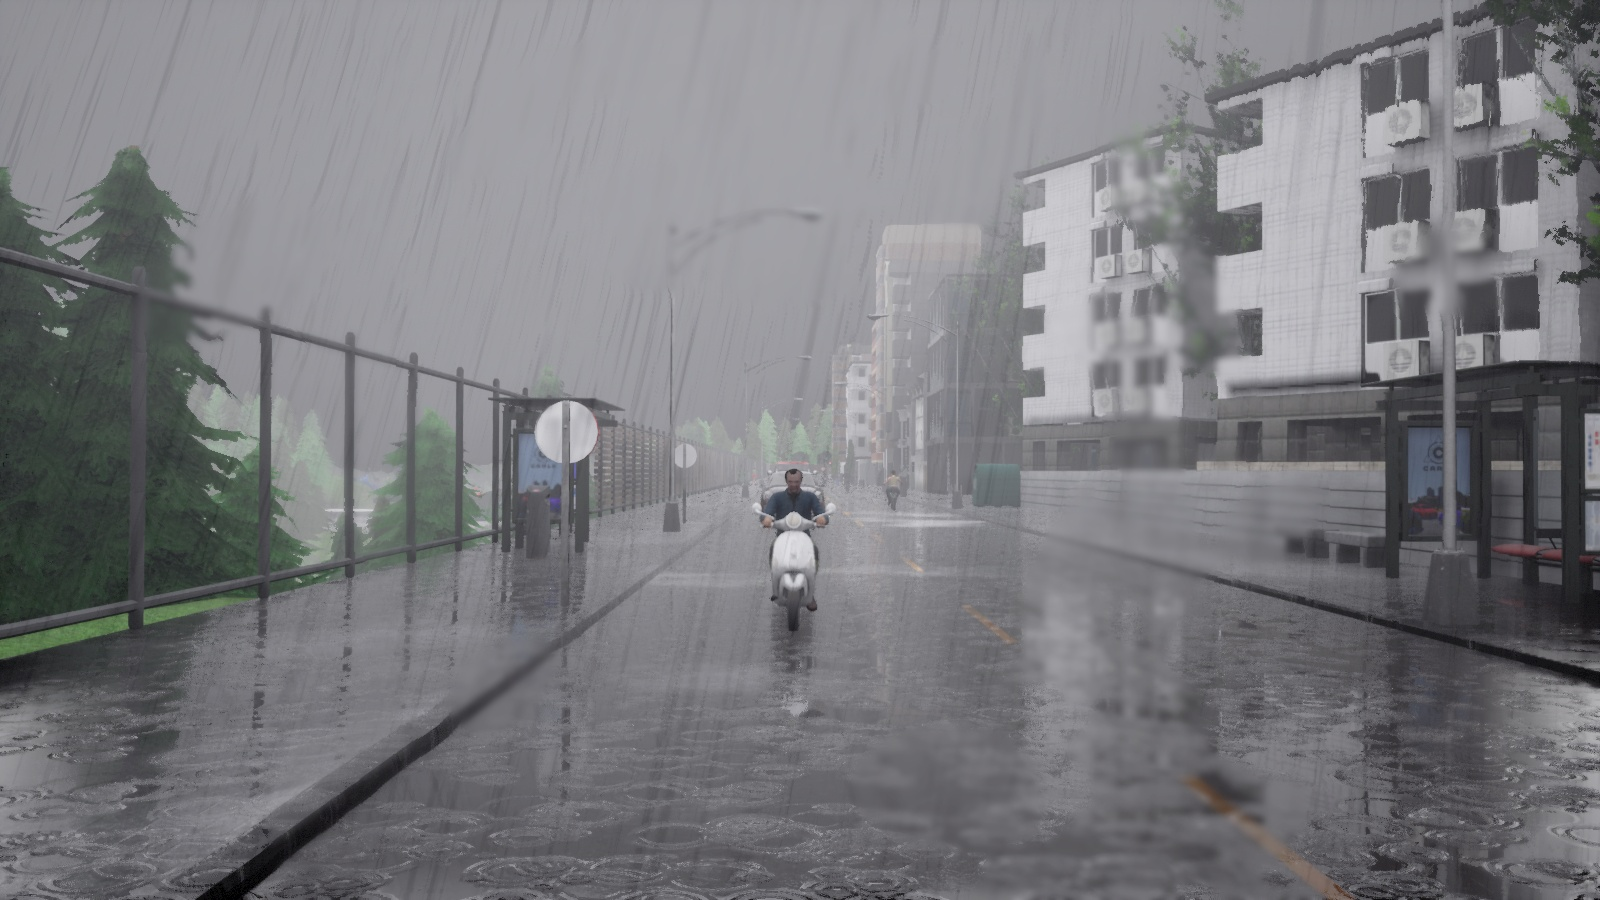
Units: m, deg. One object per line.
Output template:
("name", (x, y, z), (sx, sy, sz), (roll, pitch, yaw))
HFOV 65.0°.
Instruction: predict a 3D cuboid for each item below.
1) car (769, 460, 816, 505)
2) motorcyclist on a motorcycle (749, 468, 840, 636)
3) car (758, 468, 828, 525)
("car", (-0.343, 1.547, 60.413), (2.150, 2.045, 5.566), (0, -1, 0))
("motorcyclist on a motorcycle", (-0.057, 0.983, 12.829), (0.866, 1.590, 1.817), (0, -1, 0))
("car", (-0.215, 1.401, 39.122), (2.033, 1.649, 4.856), (0, -1, 0))
